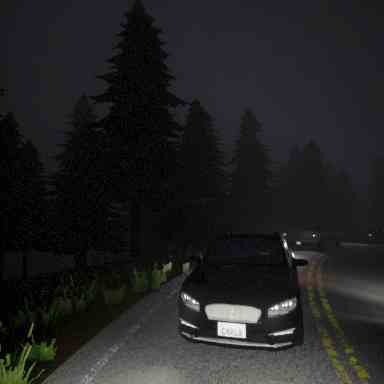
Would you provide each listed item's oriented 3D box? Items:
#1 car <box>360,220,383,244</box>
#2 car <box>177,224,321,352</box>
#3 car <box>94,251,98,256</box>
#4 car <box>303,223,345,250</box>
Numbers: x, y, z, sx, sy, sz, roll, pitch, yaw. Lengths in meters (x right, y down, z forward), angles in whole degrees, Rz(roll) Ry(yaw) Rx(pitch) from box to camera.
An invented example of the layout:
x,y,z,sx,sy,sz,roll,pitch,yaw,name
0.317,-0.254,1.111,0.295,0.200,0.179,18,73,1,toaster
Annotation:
x,y,z,sx,sy,sz,roll,pitch,yaw,name
15.900,3.229,26.484,5.566,2.045,2.150,8,-8,-28,car
1.138,1.562,6.627,2.128,1.511,4.902,-1,-2,15,car
-20.222,13.650,73.007,4.181,1.381,1.994,-2,-5,31,car
6.532,2.311,17.744,1.895,1.301,4.718,-3,-6,39,car
